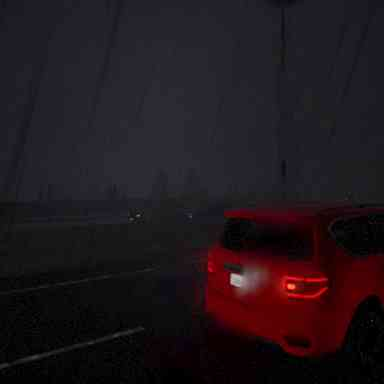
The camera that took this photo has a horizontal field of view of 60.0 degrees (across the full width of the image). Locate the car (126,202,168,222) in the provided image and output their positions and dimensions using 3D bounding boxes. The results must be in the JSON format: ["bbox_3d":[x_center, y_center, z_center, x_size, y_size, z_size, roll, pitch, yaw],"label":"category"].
[{"bbox_3d":[-2.043,1.461,24.277,5.357,1.411,2.033,0,0,-39],"label":"car"}]

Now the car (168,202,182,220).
[{"bbox_3d":[1.123,1.380,22.415,5.008,1.535,1.882,-1,0,-40],"label":"car"}]

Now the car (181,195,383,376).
[{"bbox_3d":[2.773,1.185,5.766,5.566,2.045,2.150,-1,1,-36],"label":"car"}]

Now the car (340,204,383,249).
[{"bbox_3d":[8.664,1.395,14.791,4.892,1.490,1.837,-1,0,-40],"label":"car"}]

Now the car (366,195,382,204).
[{"bbox_3d":[30.354,1.162,55.676,1.994,1.385,4.181,0,0,24],"label":"car"}]
